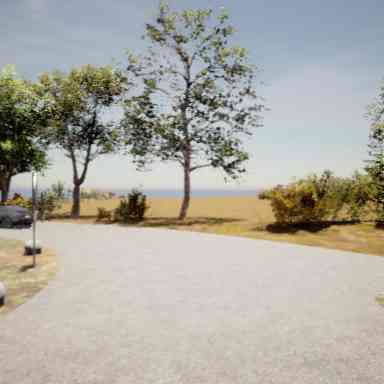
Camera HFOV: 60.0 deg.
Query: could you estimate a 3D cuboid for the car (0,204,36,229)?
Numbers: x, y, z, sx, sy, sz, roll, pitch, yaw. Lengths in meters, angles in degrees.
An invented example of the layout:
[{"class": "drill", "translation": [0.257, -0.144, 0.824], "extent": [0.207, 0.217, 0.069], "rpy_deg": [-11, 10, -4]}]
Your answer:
[{"class": "car", "translation": [-11.780, 1.425, 20.244], "extent": [4.181, 1.385, 1.994], "rpy_deg": [0, 0, 11]}]
